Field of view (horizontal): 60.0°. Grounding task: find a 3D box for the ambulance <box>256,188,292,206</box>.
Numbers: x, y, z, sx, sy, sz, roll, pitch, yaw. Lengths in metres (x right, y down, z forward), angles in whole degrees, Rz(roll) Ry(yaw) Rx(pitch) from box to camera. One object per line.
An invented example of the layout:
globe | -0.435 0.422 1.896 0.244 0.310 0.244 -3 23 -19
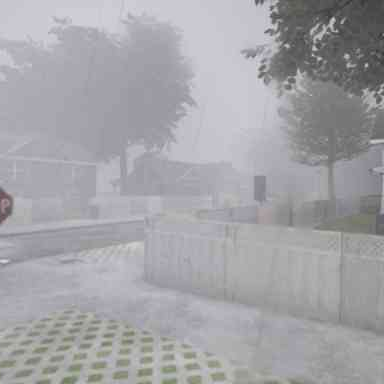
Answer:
ambulance | 9.422 0.764 38.096 2.351 2.431 6.366 0 0 35
